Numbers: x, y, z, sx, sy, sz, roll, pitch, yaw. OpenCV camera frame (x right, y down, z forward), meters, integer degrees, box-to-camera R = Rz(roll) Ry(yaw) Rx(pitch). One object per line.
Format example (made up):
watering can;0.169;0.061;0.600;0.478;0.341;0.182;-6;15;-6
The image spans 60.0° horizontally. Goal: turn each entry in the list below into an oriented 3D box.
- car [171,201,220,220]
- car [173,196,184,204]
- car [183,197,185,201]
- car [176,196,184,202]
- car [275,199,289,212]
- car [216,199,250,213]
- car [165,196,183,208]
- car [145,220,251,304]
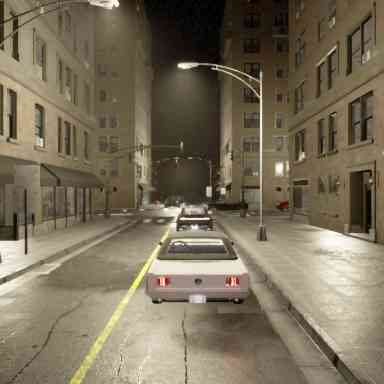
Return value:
car;0.111;1.499;18.308;2.128;1.511;4.902;0;0;-1
car;-2.744;1.582;68.349;1.837;1.490;4.892;0;0;1
car;-2.812;1.553;58.759;2.128;1.511;4.902;0;0;0
car;-2.729;1.616;78.376;1.812;1.442;4.674;0;0;0
car;12.277;1.353;38.548;5.009;1.841;2.192;0;0;0
car;3.742;1.519;35.989;4.902;1.511;2.128;0;0;0
car;-2.831;1.398;48.992;2.097;1.767;4.553;0;0;0
car;0.106;1.602;8.087;1.895;1.301;4.718;0;0;0
